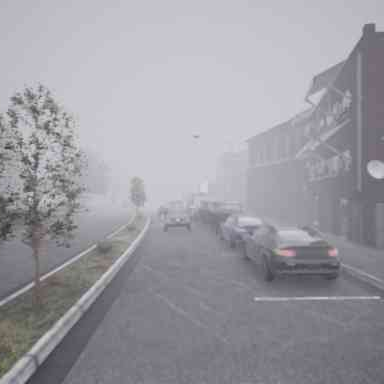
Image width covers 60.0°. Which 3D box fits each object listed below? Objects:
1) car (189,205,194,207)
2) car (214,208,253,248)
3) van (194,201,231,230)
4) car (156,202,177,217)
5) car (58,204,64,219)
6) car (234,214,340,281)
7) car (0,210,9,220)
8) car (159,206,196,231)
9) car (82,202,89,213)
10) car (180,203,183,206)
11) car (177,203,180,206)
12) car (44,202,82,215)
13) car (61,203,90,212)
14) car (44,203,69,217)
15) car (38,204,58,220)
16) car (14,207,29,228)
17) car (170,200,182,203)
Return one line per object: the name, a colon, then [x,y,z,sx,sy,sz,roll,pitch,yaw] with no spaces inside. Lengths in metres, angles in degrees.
car: [0.944,2.098,32.190,2.163,1.488,4.792,0,-2,-6]
car: [2.458,1.712,15.596,2.002,1.452,4.674,0,-1,-3]
van: [1.552,1.695,26.772,1.878,1.987,4.442,0,-1,-5]
car: [-3.391,2.358,41.672,1.837,1.490,4.892,0,-2,-9]
car: [-16.012,2.221,33.627,4.792,1.488,2.163,0,-2,-8]
car: [2.755,1.623,10.062,2.002,1.452,4.674,0,-1,-2]
car: [-14.376,1.561,19.952,5.566,2.045,2.435,0,-1,-5]
car: [-1.136,1.923,23.810,2.033,1.411,5.357,0,-1,-5]
car: [-19.358,2.418,52.302,5.566,2.045,2.435,0,-1,-12]
car: [0.210,2.214,37.632,2.097,1.535,5.008,0,-1,-8]
car: [-1.190,2.544,45.791,1.895,1.301,4.718,0,-1,-10]
car: [-17.081,2.406,41.748,5.366,1.575,1.946,0,-1,-10]
car: [-21.072,2.845,60.371,4.892,1.521,2.231,0,-1,-12]
car: [-16.354,2.295,36.334,4.792,1.488,2.163,0,-2,-8]
car: [-15.606,2.116,30.927,4.892,1.521,2.231,0,-2,-7]
car: [-14.909,1.983,25.383,4.792,1.488,2.163,0,-2,-6]
car: [-2.775,2.372,54.262,2.150,2.045,5.566,0,-1,-12]
